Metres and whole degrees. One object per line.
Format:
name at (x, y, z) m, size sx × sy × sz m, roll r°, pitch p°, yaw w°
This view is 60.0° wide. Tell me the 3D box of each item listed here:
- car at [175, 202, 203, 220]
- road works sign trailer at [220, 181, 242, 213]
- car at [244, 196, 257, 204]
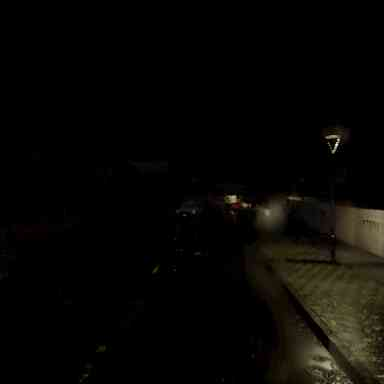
car at (-0.184, 1.566, 28.497) m, size 1.812 × 1.442 × 4.674 m, roll 0°, pitch 0°, yaw 10°
road works sign trailer at (4.591, 0.527, 38.378) m, size 2.380 × 3.560 × 2.880 m, roll 0°, pitch 0°, yaw 15°
car at (12.026, 1.645, 68.636) m, size 1.882 × 1.535 × 5.008 m, roll 0°, pitch 0°, yaw 23°
